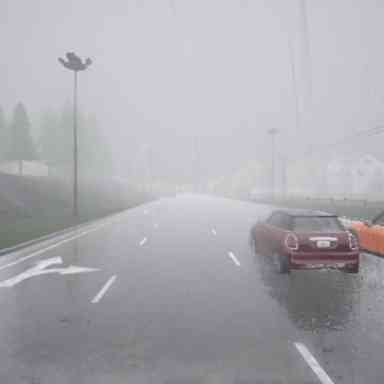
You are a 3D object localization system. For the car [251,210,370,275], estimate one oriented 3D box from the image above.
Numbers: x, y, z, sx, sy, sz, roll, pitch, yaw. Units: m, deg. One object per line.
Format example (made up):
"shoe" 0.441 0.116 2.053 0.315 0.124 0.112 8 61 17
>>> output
"car" 3.274 1.330 10.540 2.097 1.767 4.553 0 0 -1

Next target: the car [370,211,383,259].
"car" 6.776 1.329 10.522 2.097 1.767 4.553 0 0 -1
